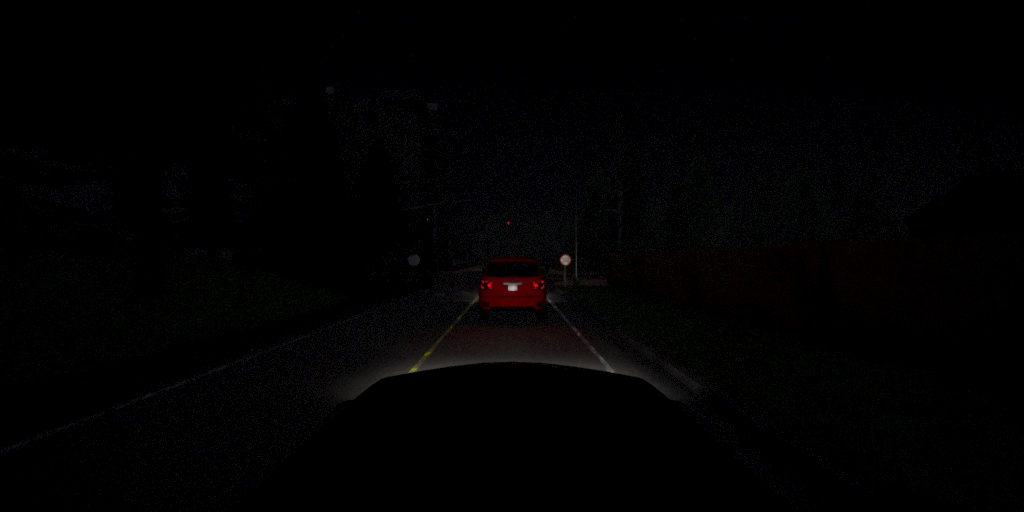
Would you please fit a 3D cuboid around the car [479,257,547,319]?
[{"bbox_3d":[0.037,1.042,13.239,2.150,2.045,5.566,0,0,0],"label":"car"}]
